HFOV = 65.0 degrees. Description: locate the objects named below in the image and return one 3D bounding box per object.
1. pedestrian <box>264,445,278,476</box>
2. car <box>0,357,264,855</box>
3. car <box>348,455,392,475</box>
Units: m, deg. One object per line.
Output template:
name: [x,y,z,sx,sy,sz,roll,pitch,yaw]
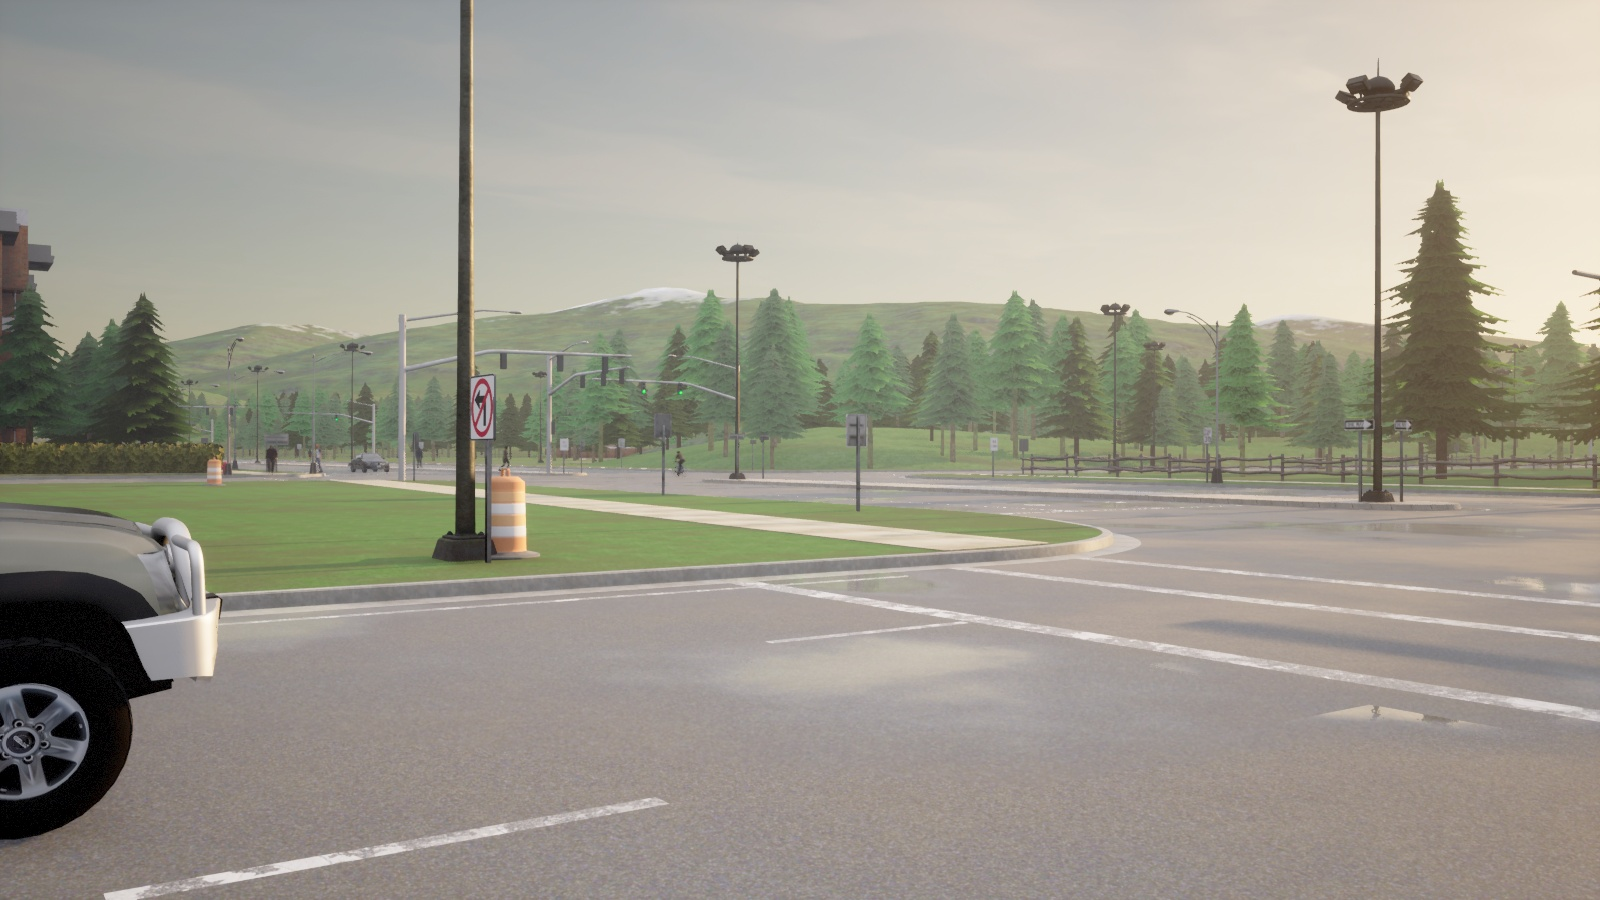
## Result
pedestrian: [-32.180,0.639,76.400,0.634,1.844,0.899,0,0,-15]
car: [-4.662,0.583,4.678,4.605,1.855,1.932,0,0,-35]
car: [-31.644,1.063,92.293,1.812,1.442,4.674,0,0,-35]
